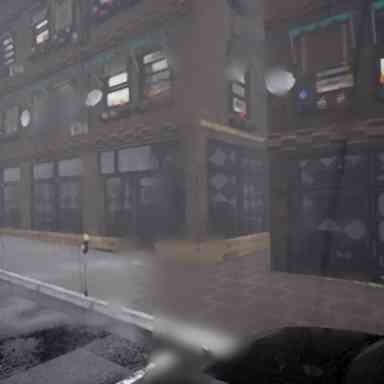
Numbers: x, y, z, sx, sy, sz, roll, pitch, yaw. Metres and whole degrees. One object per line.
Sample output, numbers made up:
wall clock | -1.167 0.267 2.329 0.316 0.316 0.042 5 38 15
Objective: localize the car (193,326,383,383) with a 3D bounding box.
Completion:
car | 2.146 1.519 1.675 4.892 1.490 1.837 0 0 37
